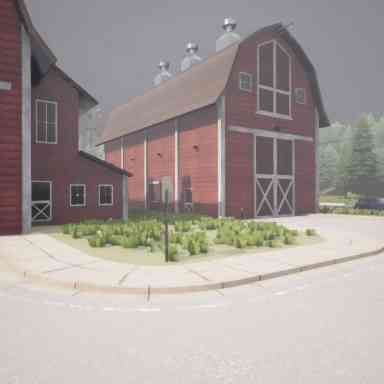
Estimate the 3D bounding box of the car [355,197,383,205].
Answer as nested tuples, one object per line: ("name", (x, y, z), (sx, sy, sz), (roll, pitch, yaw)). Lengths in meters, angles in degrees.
("car", (20.167, 1.386, 36.115), (2.097, 1.767, 4.553), (0, 0, -34))
